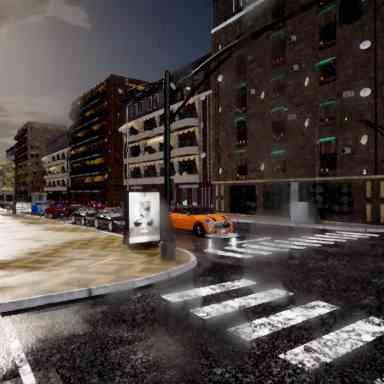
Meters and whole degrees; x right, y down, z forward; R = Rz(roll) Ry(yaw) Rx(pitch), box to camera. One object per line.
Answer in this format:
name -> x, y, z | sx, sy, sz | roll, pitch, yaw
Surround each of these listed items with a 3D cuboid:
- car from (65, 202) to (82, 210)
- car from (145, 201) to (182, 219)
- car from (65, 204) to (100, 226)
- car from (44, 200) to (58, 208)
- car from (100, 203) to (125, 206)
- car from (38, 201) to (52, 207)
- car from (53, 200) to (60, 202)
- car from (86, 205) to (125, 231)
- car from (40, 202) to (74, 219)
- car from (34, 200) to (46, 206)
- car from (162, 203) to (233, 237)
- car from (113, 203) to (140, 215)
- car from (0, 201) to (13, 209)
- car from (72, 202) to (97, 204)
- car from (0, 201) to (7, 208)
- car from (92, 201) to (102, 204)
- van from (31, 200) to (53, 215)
car -> -21.365, 2.425, 59.776 | 1.802, 1.307, 4.206 | -2, 0, -36
car -> -3.016, 1.824, 34.571 | 1.967, 1.590, 4.097 | -2, 0, -36
car -> -8.709, 1.969, 27.702 | 2.008, 1.369, 4.403 | -2, 0, -36
car -> -31.148, 2.529, 73.323 | 1.967, 1.590, 4.097 | -2, 0, -36
car -> -5.714, 1.925, 28.228 | 2.033, 1.411, 5.357 | -1, -1, -35
car -> -34.404, 2.737, 77.839 | 1.947, 1.339, 4.313 | -2, 0, -36
car -> -23.502, 2.389, 58.328 | 1.812, 1.442, 4.674 | -1, -1, -36
car -> -5.449, 1.888, 23.186 | 2.008, 1.369, 4.403 | -2, 0, -36
car -> -14.776, 2.115, 36.185 | 1.887, 1.381, 4.507 | -2, 0, -36
car -> -37.664, 2.798, 82.355 | 1.887, 1.381, 4.507 | -2, 0, -36
car -> 0.342, 1.580, 19.891 | 2.097, 1.767, 4.553 | -1, -1, -37
car -> -8.264, 2.097, 41.761 | 1.802, 1.307, 4.206 | -2, 0, -36
car -> -37.940, 2.704, 68.419 | 2.008, 1.369, 4.403 | -2, 0, -36
car -> -13.079, 2.163, 38.446 | 1.895, 1.301, 4.718 | -1, -1, -36
car -> -44.459, 2.863, 77.450 | 1.887, 1.381, 4.507 | -2, 0, -36
car -> -14.846, 2.119, 50.748 | 1.967, 1.590, 4.097 | -2, 0, -36
van -> -19.687, 2.035, 43.077 | 1.690, 1.788, 3.998 | -2, 0, -36
